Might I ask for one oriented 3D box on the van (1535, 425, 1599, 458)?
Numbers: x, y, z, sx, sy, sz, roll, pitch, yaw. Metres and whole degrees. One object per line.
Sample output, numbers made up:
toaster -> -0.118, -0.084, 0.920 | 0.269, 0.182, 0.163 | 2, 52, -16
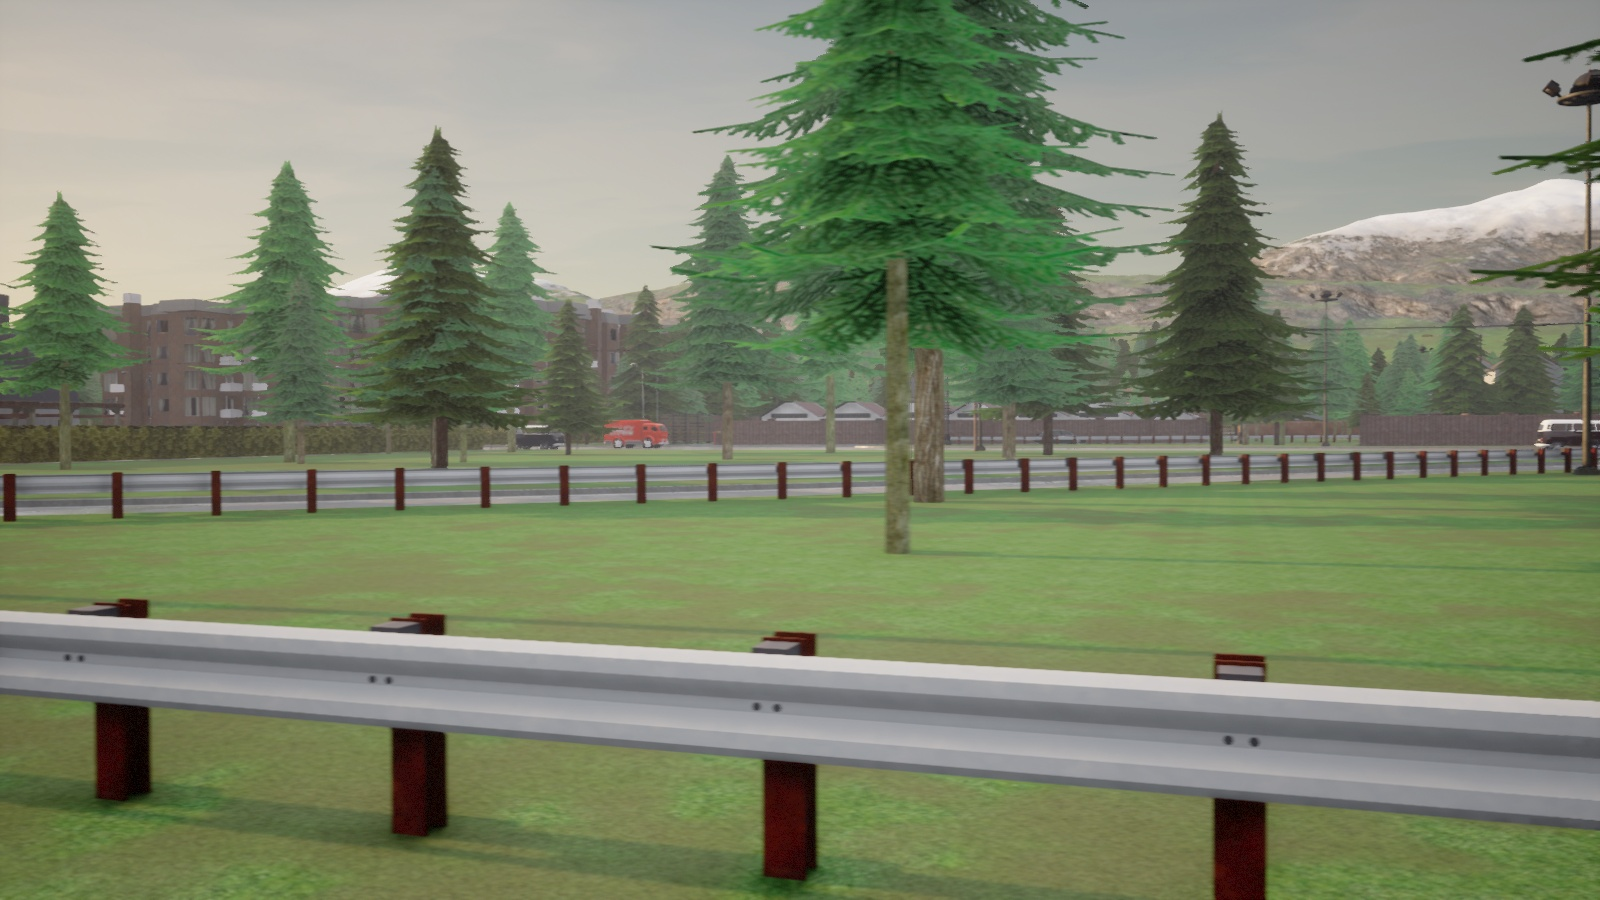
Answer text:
van -> 48.750, -0.524, 78.513 | 4.480, 2.038, 2.069 | 1, 1, 19
